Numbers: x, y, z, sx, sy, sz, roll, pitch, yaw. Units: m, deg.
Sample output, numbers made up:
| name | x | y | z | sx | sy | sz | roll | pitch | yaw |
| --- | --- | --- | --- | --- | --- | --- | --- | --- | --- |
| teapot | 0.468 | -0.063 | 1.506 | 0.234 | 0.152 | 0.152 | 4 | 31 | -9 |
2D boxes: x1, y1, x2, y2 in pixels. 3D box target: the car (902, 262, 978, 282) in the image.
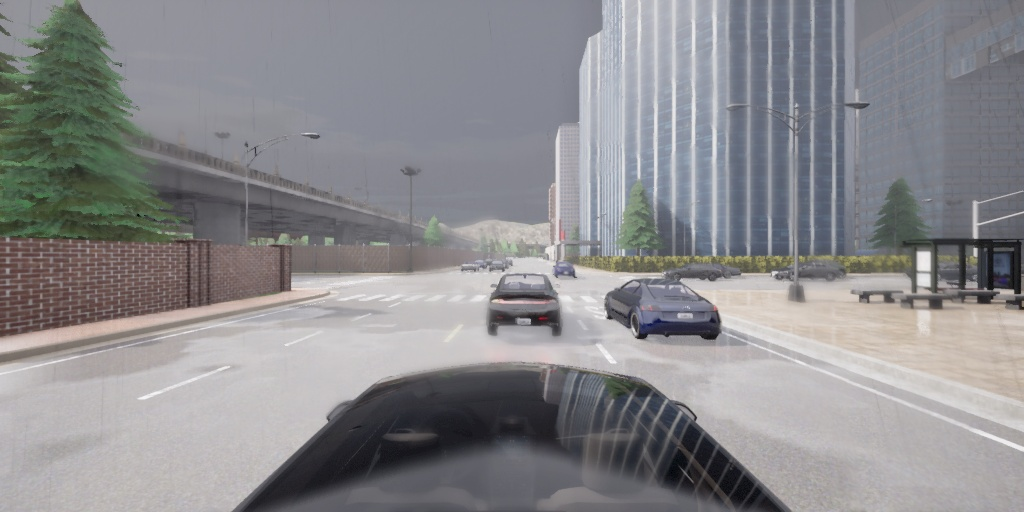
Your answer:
| name | x | y | z | sx | sy | sz | roll | pitch | yaw |
| --- | --- | --- | --- | --- | --- | --- | --- | --- | --- |
| car | 34.973 | 1.310 | 29.033 | 4.892 | 1.490 | 1.837 | 0 | 0 | 3 |

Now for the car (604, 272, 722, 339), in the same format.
| name | x | y | z | sx | sy | sz | roll | pitch | yaw |
| --- | --- | --- | --- | --- | --- | --- | --- | --- | --- |
| car | 3.934 | 1.314 | 10.053 | 1.994 | 1.385 | 4.181 | 0 | 0 | 1 |

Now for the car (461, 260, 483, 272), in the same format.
| name | x | y | z | sx | sy | sz | roll | pitch | yaw |
| --- | --- | --- | --- | --- | --- | --- | --- | --- | --- |
| car | -5.361 | 1.351 | 46.316 | 1.895 | 1.301 | 4.718 | 0 | 0 | 2 |

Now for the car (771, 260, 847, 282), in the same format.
| name | x | y | z | sx | sy | sz | roll | pitch | yaw |
| --- | --- | --- | --- | --- | --- | --- | --- | --- | --- |
| car | 24.074 | 1.297 | 29.507 | 4.902 | 1.511 | 2.128 | 0 | 0 | 2 |

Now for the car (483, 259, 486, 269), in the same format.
| name | x | y | z | sx | sy | sz | roll | pitch | yaw |
| --- | --- | --- | --- | --- | --- | --- | --- | --- | --- |
| car | -4.987 | 1.276 | 55.470 | 1.812 | 1.442 | 4.674 | 0 | 0 | 2 |

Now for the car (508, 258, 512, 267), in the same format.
| name | x | y | z | sx | sy | sz | roll | pitch | yaw |
| --- | --- | --- | --- | --- | --- | --- | --- | --- | --- |
| car | -1.461 | 1.297 | 56.109 | 2.033 | 1.411 | 5.357 | 0 | 0 | 2 |

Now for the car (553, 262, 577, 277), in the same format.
| name | x | y | z | sx | sy | sz | roll | pitch | yaw |
| --- | --- | --- | --- | --- | --- | --- | --- | --- | --- |
| car | 4.838 | 1.283 | 33.597 | 1.812 | 1.442 | 4.674 | 0 | 0 | 3 |

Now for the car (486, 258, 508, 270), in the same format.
| name | x | y | z | sx | sy | sz | roll | pitch | yaw |
| --- | --- | --- | --- | --- | --- | --- | --- | --- | --- |
| car | -1.848 | 1.276 | 46.525 | 1.812 | 1.442 | 4.674 | 0 | 0 | 2 |

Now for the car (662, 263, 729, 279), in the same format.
| name | x | y | z | sx | sy | sz | roll | pitch | yaw |
| --- | --- | --- | --- | --- | --- | --- | --- | --- | --- |
| car | 14.954 | 1.331 | 29.875 | 4.674 | 1.442 | 1.812 | 0 | 0 | 3 |

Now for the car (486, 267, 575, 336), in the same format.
| name | x | y | z | sx | sy | sz | roll | pitch | yaw |
| --- | --- | --- | --- | --- | --- | --- | --- | --- | --- |
| car | 0.372 | 1.242 | 10.369 | 2.128 | 1.511 | 4.902 | 0 | 0 | 2 |

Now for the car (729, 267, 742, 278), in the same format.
| name | x | y | z | sx | sy | sz | roll | pitch | yaw |
| --- | --- | --- | --- | --- | --- | --- | --- | --- | --- |
| car | 18.170 | 1.353 | 33.257 | 5.357 | 1.411 | 2.033 | 0 | 0 | 2 |
